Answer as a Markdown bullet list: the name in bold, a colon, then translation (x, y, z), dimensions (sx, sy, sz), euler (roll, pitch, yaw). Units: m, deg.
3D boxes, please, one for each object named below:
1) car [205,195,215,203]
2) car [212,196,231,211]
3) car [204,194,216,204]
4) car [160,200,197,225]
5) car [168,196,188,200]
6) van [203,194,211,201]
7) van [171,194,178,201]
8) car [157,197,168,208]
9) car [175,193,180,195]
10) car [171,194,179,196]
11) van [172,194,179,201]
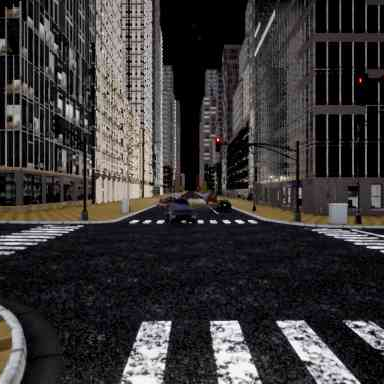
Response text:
- **car**: translation (3.721, 1.432, 69.427), dimensions (1.967, 1.590, 4.097), euler (0, 0, 0)
- **car**: translation (3.903, 1.579, 41.790), dimensions (1.947, 1.339, 4.313), euler (0, 0, 0)
- **car**: translation (3.747, 1.313, 63.899), dimensions (2.192, 1.841, 5.009), euler (0, 0, 0)
- **car**: translation (-0.955, 1.568, 24.758), dimensions (2.033, 1.411, 5.357), euler (0, 0, -9)
- **car**: translation (-1.554, 1.540, 40.029), dimensions (1.812, 1.442, 4.674), euler (0, 0, 0)
- **van**: translation (3.667, 1.321, 80.482), dimensions (1.690, 1.788, 3.998), euler (0, 0, 0)
- **van**: translation (-4.213, 1.321, 80.444), dimensions (1.690, 1.788, 3.998), euler (0, 0, 0)
- **car**: translation (-4.053, 1.593, 47.278), dimensions (1.802, 1.307, 4.206), euler (0, 0, 0)
- **car**: translation (-4.186, 1.426, 74.917), dimensions (1.967, 1.590, 4.097), euler (0, 0, 0)
- **car**: translation (-4.133, 1.564, 63.861), dimensions (1.947, 1.339, 4.313), euler (0, 0, 0)
- **van**: translation (-4.239, 1.315, 85.971), dimensions (1.690, 1.788, 3.998), euler (0, 0, 0)
